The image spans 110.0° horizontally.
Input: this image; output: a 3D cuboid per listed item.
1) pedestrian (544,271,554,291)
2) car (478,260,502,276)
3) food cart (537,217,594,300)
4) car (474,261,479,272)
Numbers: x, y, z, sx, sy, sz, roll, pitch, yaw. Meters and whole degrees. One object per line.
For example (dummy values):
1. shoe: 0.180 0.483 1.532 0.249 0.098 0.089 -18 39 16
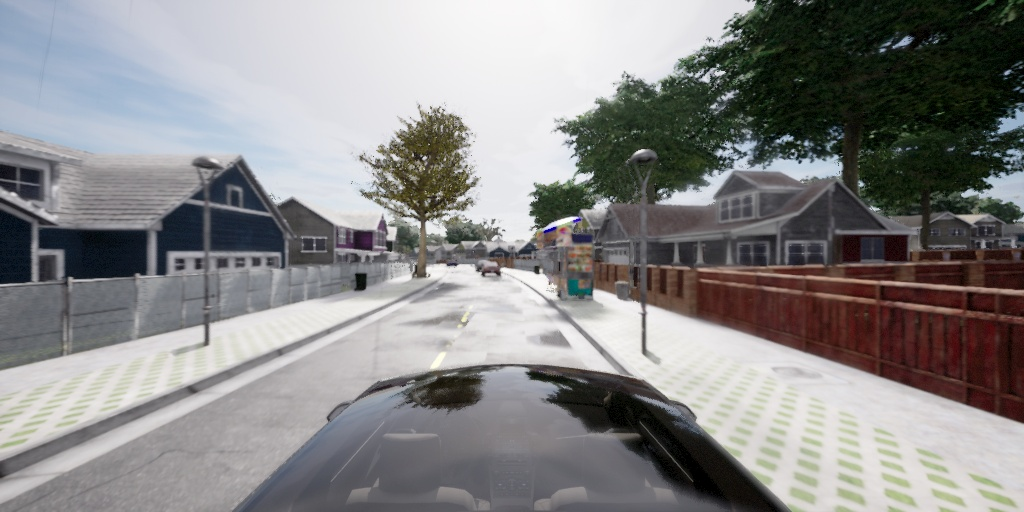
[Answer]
1. pedestrian: 2.040 1.317 19.184 0.500 1.100 0.500 -1 0 -12
2. car: -2.215 1.326 37.375 1.812 1.442 4.674 0 0 -8
3. food cart: 2.672 0.222 16.508 2.280 3.560 4.660 0 0 -3
4. car: -4.033 1.350 49.399 1.837 1.490 4.892 0 0 -11
